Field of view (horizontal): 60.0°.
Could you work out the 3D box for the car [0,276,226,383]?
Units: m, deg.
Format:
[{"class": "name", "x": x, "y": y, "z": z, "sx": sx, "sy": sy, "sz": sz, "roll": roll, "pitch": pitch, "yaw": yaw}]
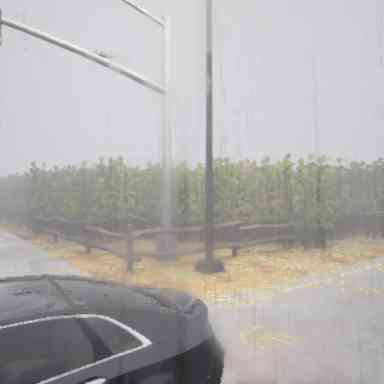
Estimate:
[{"class": "car", "x": -1.954, "y": 1.579, "z": 2.443, "sx": 4.892, "sy": 1.490, "sz": 1.837, "roll": -2, "pitch": 1, "yaw": -36}]
